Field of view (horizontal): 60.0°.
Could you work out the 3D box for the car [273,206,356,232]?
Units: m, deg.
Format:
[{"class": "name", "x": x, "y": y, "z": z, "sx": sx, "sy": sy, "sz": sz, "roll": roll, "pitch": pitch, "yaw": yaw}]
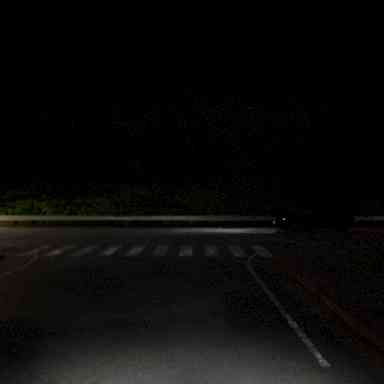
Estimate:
[{"class": "car", "x": 7.559, "y": 1.633, "z": 20.646, "sx": 4.902, "sy": 1.511, "sz": 2.128, "roll": 0, "pitch": 0, "yaw": 0}]
